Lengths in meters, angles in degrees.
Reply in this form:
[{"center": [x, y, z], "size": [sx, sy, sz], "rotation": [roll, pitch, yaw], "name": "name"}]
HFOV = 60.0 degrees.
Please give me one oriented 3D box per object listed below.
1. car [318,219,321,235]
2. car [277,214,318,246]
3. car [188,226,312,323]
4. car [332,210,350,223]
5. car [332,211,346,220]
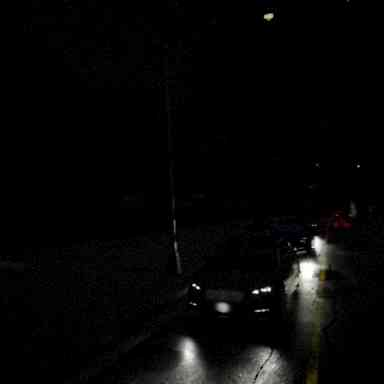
[{"center": [9.132, 2.509, 26.411], "size": [2.128, 1.511, 4.902], "rotation": [-3, -3, 23], "name": "car"}, {"center": [5.142, 2.132, 16.849], "size": [1.882, 1.535, 5.008], "rotation": [-3, -3, 22], "name": "car"}, {"center": [1.506, 1.832, 8.081], "size": [2.128, 1.511, 4.902], "rotation": [-3, -3, 23], "name": "car"}, {"center": [18.909, 3.078, 42.302], "size": [2.128, 1.511, 4.902], "rotation": [-3, -4, 23], "name": "car"}, {"center": [22.737, 3.616, 51.533], "size": [1.895, 1.301, 4.718], "rotation": [-3, -4, 23], "name": "car"}]
